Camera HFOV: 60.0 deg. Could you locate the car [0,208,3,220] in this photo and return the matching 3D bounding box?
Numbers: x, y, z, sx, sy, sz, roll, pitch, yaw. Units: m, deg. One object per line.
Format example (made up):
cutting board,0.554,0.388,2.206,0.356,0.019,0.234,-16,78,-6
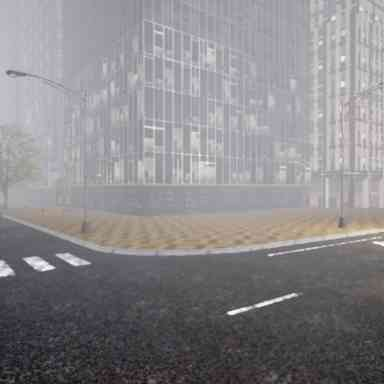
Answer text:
car,-17.647,1.770,28.977,2.008,1.369,4.403,-2,0,-36
